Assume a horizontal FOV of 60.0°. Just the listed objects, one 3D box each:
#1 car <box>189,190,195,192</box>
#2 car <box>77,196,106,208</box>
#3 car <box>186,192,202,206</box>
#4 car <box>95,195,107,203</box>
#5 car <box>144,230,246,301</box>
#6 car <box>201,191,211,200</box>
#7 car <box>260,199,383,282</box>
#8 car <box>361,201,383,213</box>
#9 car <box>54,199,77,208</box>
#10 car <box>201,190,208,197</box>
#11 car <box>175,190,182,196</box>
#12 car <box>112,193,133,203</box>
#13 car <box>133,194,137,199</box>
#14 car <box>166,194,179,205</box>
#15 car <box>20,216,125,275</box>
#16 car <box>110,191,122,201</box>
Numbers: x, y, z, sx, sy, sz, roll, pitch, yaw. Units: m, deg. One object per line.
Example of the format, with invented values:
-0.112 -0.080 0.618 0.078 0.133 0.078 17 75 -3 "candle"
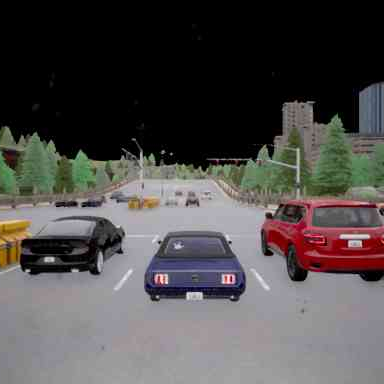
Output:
-0.148 0.251 90.592 2.128 1.511 4.902 0 7 0 "car"
-14.089 1.601 46.747 1.895 1.301 4.718 0 0 0 "car"
0.108 1.352 55.715 2.097 1.767 4.553 0 0 0 "car"
-17.552 1.351 62.458 2.097 1.767 4.553 0 0 0 "car"
0.069 1.601 8.255 1.895 1.301 4.718 0 0 0 "car"
3.410 0.794 79.866 2.150 2.045 5.566 0 3 0 "car"
3.574 1.221 9.936 2.150 2.045 5.566 0 0 0 "car"
21.141 1.601 35.914 4.718 1.301 1.895 0 0 0 "car"
-17.587 1.601 46.757 1.895 1.301 4.718 0 0 0 "car"
3.353 0.347 90.325 1.895 1.301 4.718 0 7 0 "car"
-3.652 0.163 91.402 2.128 1.511 4.902 0 7 0 "car"
-14.028 1.528 67.629 2.033 1.411 5.357 0 1 0 "car"
-14.083 1.158 78.406 1.812 1.442 4.674 0 2 0 "car"
-3.393 1.525 57.070 1.812 1.442 4.674 0 0 0 "car"
-3.420 1.478 10.481 1.882 1.535 5.008 0 0 0 "car"
-17.579 0.895 77.726 2.150 2.045 5.566 0 2 0 "car"
